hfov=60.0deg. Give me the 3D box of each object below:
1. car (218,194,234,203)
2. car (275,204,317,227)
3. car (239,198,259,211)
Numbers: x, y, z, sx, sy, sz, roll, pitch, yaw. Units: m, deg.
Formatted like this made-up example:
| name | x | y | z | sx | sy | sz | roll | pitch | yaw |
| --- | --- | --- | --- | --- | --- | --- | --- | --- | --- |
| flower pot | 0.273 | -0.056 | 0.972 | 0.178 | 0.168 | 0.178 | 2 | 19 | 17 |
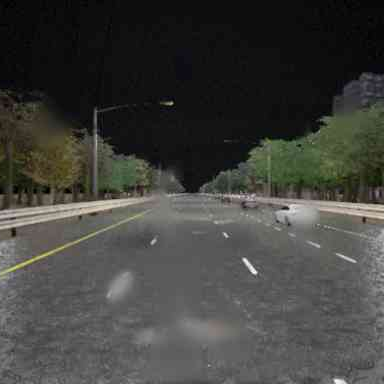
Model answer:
| name | x | y | z | sx | sy | sz | roll | pitch | yaw |
| --- | --- | --- | --- | --- | --- | --- | --- | --- | --- |
| car | 7.213 | 1.553 | 71.676 | 1.837 | 1.490 | 4.892 | 0 | 0 | 0 |
| car | 7.020 | 1.546 | 22.781 | 1.812 | 1.442 | 4.674 | 0 | 0 | 0 |
| car | 7.077 | 1.520 | 41.548 | 2.128 | 1.511 | 4.902 | 0 | 0 | 0 |
